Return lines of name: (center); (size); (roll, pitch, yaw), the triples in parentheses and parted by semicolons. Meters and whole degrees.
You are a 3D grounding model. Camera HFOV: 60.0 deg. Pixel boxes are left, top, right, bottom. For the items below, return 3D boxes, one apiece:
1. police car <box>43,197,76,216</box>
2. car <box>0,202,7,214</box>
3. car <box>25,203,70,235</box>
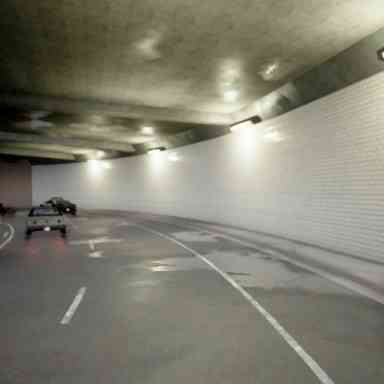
police car: (-12.154, 1.278, 29.795); (1.930, 1.638, 5.238); (0, 0, -42)
car: (-19.347, 1.412, 31.595); (4.181, 1.385, 1.994); (0, 0, 39)
car: (-8.183, 1.510, 18.426); (1.895, 1.301, 4.718); (0, 0, -27)
